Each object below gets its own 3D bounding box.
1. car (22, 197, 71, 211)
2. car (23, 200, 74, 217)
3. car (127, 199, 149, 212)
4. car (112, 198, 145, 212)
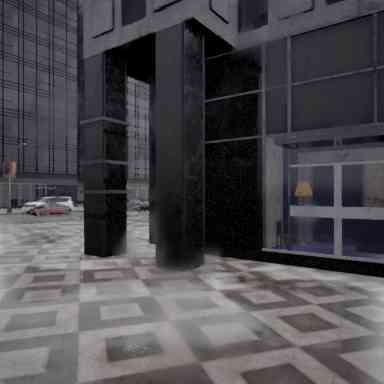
[{"bbox_3d":[-16.319,1.538,38.070,2.150,2.045,5.566,0,-1,36],"label":"car"},{"bbox_3d":[-14.768,1.844,34.660,1.994,1.385,4.181,0,-1,36],"label":"car"},{"bbox_3d":[-6.826,1.988,45.631,1.812,1.442,4.674,0,-1,35],"label":"car"},{"bbox_3d":[-9.126,1.832,48.008,2.097,1.767,4.553,0,-1,36],"label":"car"}]
